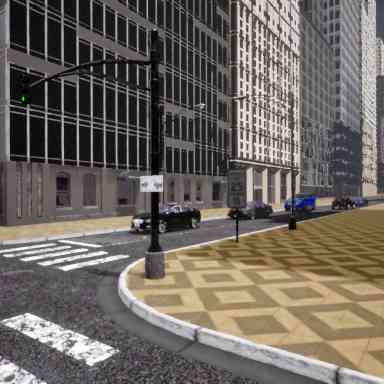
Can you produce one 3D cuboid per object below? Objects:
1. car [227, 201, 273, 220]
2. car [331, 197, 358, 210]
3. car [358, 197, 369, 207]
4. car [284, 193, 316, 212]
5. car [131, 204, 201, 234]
[{"bbox_3d":[4.978,1.470,27.742,2.033,1.411,5.357,0,0,37],"label":"car"},{"bbox_3d":[18.385,1.359,40.405,1.837,1.490,4.892,0,0,37],"label":"car"},{"bbox_3d":[24.597,1.369,48.773,2.033,1.411,5.357,0,0,37],"label":"car"},{"bbox_3d":[12.270,1.103,37.457,2.150,2.045,5.566,0,0,37],"label":"car"},{"bbox_3d":[-1.386,1.447,19.244,2.128,1.511,4.902,0,0,37],"label":"car"}]
